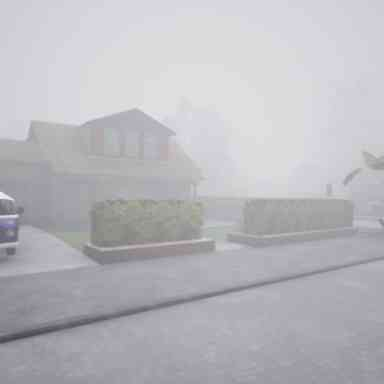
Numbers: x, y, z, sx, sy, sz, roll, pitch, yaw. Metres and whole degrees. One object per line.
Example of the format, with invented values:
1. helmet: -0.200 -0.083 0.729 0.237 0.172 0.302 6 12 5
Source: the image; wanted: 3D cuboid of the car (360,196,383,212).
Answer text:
1. car: 22.308 1.434 39.650 3.866 1.878 1.905 1 0 0
